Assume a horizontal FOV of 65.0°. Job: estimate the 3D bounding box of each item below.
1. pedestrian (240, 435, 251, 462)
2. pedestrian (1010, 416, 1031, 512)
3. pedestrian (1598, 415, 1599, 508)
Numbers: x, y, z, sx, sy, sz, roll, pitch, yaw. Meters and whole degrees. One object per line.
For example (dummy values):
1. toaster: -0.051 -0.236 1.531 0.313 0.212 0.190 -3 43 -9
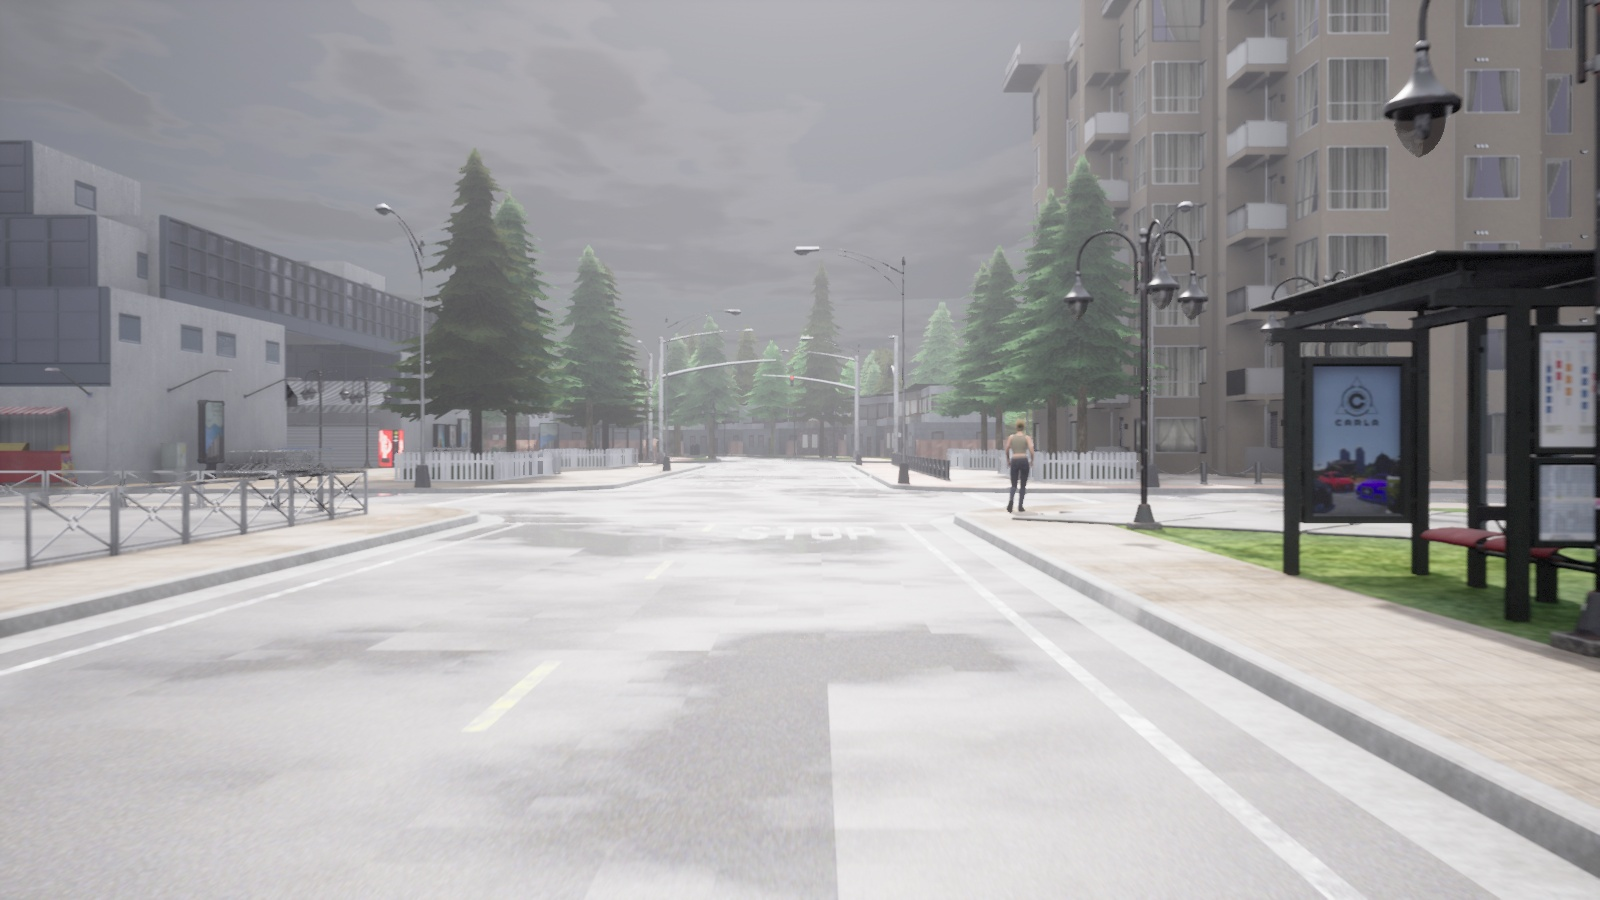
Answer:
1. pedestrian: -36.665 -0.104 83.025 0.594 1.836 0.345 0 0 0
2. pedestrian: 4.242 0.266 24.185 0.345 1.836 0.594 0 0 15
3. pedestrian: 17.093 0.245 26.062 0.788 1.949 0.423 0 0 0
